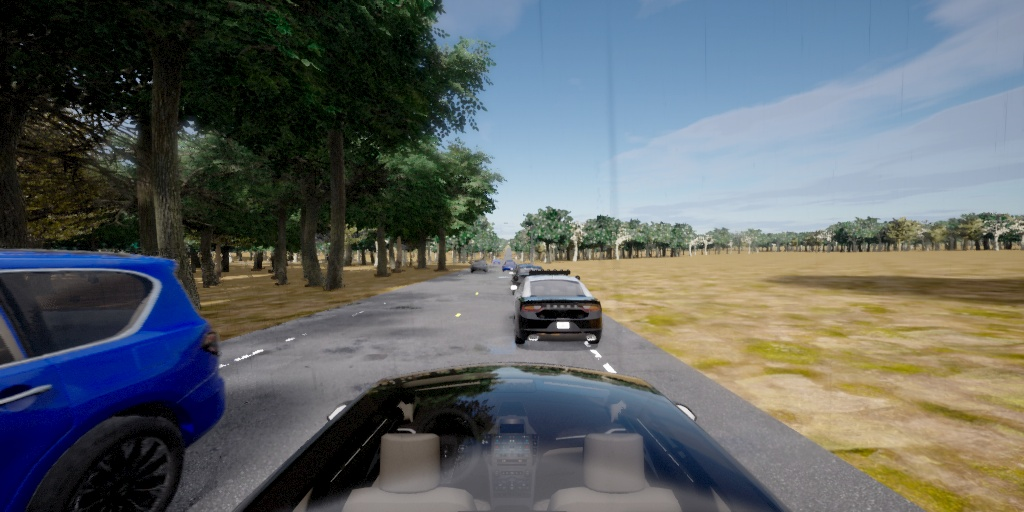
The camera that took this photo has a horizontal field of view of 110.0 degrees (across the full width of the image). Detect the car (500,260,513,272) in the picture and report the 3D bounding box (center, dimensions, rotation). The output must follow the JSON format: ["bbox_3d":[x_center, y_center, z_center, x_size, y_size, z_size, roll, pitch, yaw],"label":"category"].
[{"bbox_3d":[-0.273,1.347,47.289,1.994,1.385,4.181,0,0,0],"label":"car"}]

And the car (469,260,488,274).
[{"bbox_3d":[-3.869,1.277,42.588,1.837,1.490,4.892,0,0,0],"label":"car"}]

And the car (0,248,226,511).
[{"bbox_3d":[-3.593,0.972,0.831,2.150,2.045,5.566,0,0,0],"label":"car"}]

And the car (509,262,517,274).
[{"bbox_3d":[0.932,1.256,19.593,1.837,1.490,4.892,0,0,0],"label":"car"}]

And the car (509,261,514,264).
[{"bbox_3d":[0.893,1.279,25.596,1.812,1.442,4.674,0,0,0],"label":"car"}]

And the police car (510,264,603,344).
[{"bbox_3d":[0.998,1.173,9.701,1.930,1.638,5.238,0,0,0],"label":"police car"}]
